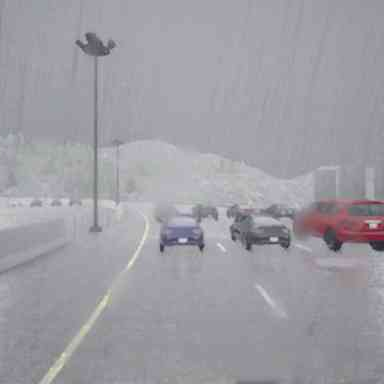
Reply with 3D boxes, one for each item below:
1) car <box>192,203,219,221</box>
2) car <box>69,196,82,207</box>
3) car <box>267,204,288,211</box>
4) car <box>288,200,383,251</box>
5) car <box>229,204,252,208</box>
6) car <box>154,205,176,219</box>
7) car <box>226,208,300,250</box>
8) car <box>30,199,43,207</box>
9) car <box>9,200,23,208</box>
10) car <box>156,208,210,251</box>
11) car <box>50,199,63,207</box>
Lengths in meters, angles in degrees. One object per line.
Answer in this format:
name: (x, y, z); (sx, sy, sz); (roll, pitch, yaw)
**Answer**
car: (1.145, 1.798, 30.618); (1.837, 1.490, 4.892); (0, 0, -9)
car: (-23.109, 1.865, 65.979); (2.150, 2.045, 5.566); (0, -1, -22)
car: (8.115, 1.842, 31.387); (2.033, 1.411, 5.357); (0, -1, -9)
car: (6.499, 1.356, 14.950); (2.150, 2.045, 5.566); (0, 0, -4)
car: (4.594, 1.820, 31.216); (1.812, 1.442, 4.674); (0, 0, -9)
car: (-2.314, 1.852, 30.079); (1.994, 1.385, 4.181); (0, 0, -9)
car: (2.976, 1.668, 15.060); (1.812, 1.442, 4.674); (0, 0, -4)
car: (-29.505, 2.114, 63.125); (1.837, 1.490, 4.892); (0, -1, -22)
car: (-32.697, 2.127, 61.687); (1.812, 1.442, 4.674); (0, -1, -22)
car: (-0.515, 1.668, 14.813); (1.812, 1.442, 4.674); (0, 0, -4)
car: (-26.313, 2.124, 64.564); (1.837, 1.490, 4.892); (0, -1, -22)
